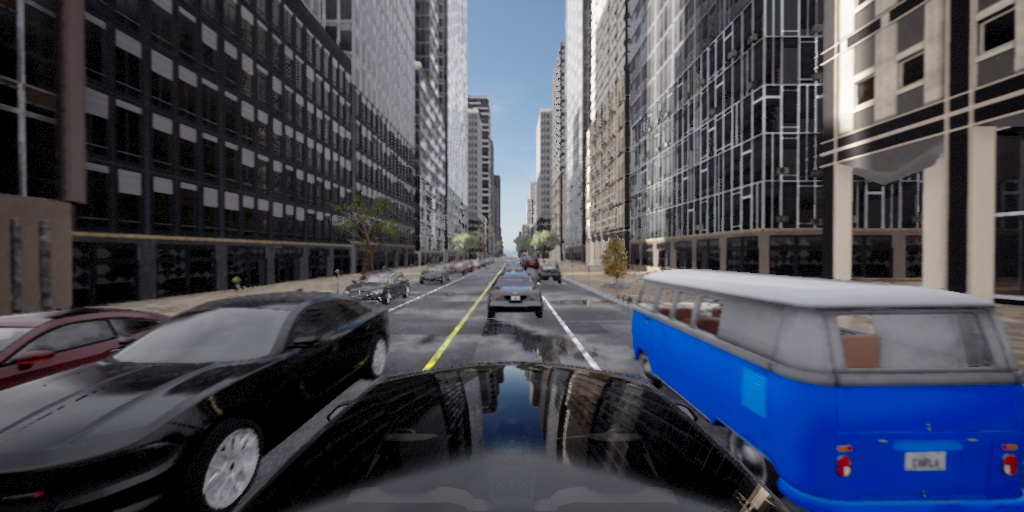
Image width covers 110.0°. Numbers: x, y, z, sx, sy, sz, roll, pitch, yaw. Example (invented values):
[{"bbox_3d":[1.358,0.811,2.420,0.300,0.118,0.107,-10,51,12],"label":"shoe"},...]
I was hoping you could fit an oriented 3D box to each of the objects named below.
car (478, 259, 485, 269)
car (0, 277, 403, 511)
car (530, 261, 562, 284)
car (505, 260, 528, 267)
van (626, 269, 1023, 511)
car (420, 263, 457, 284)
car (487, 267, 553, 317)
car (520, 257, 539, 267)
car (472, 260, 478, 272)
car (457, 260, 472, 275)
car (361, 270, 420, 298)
[{"bbox_3d":[-5.693,1.284,55.158,1.751,1.417,4.829,0,0,0],"label":"car"},{"bbox_3d":[-3.099,1.228,4.423,1.882,1.535,5.008,0,0,0],"label":"car"},{"bbox_3d":[2.688,1.306,26.910,2.007,1.370,4.403,0,0,0],"label":"car"},{"bbox_3d":[0.101,1.304,31.897,2.033,1.411,5.357,0,0,0],"label":"car"},{"bbox_3d":[2.688,1.092,4.176,1.690,1.789,3.998,0,0,0],"label":"van"},{"bbox_3d":[-5.693,1.305,26.910,2.007,1.370,4.403,0,0,0],"label":"car"},{"bbox_3d":[0.101,1.300,13.183,2.033,1.411,5.357,0,0,0],"label":"car"},{"bbox_3d":[2.687,1.074,49.645,2.192,1.841,5.009,0,0,0],"label":"car"},{"bbox_3d":[-5.693,1.197,43.961,1.967,1.591,4.097,0,0,0],"label":"car"},{"bbox_3d":[-5.693,1.338,38.277,1.802,1.307,4.207,0,0,0],"label":"car"},{"bbox_3d":[-5.693,1.303,15.543,2.007,1.370,4.403,0,0,0],"label":"car"}]
